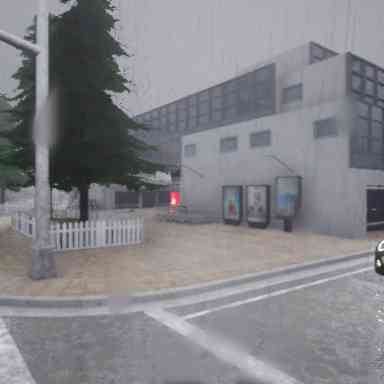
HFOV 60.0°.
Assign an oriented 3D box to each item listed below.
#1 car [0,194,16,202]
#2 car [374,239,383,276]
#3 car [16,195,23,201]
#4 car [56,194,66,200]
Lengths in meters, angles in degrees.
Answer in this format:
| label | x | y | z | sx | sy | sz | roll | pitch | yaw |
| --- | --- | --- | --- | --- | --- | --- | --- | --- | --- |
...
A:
| label | x | y | z | sx | sy | sz | roll | pitch | yaw |
| --- | --- | --- | --- | --- | --- | --- | --- | --- | --- |
| car | -35.335 | 1.302 | 63.370 | 1.845 | 1.501 | 3.633 | 0 | 0 | -37 |
| car | 6.844 | 1.343 | 8.874 | 4.553 | 1.767 | 2.097 | 0 | 0 | -36 |
| car | -37.375 | 1.301 | 71.102 | 1.970 | 1.475 | 3.806 | 0 | 0 | -37 |
| car | -34.318 | 1.213 | 87.080 | 1.845 | 1.501 | 3.633 | 0 | 0 | -37 |
